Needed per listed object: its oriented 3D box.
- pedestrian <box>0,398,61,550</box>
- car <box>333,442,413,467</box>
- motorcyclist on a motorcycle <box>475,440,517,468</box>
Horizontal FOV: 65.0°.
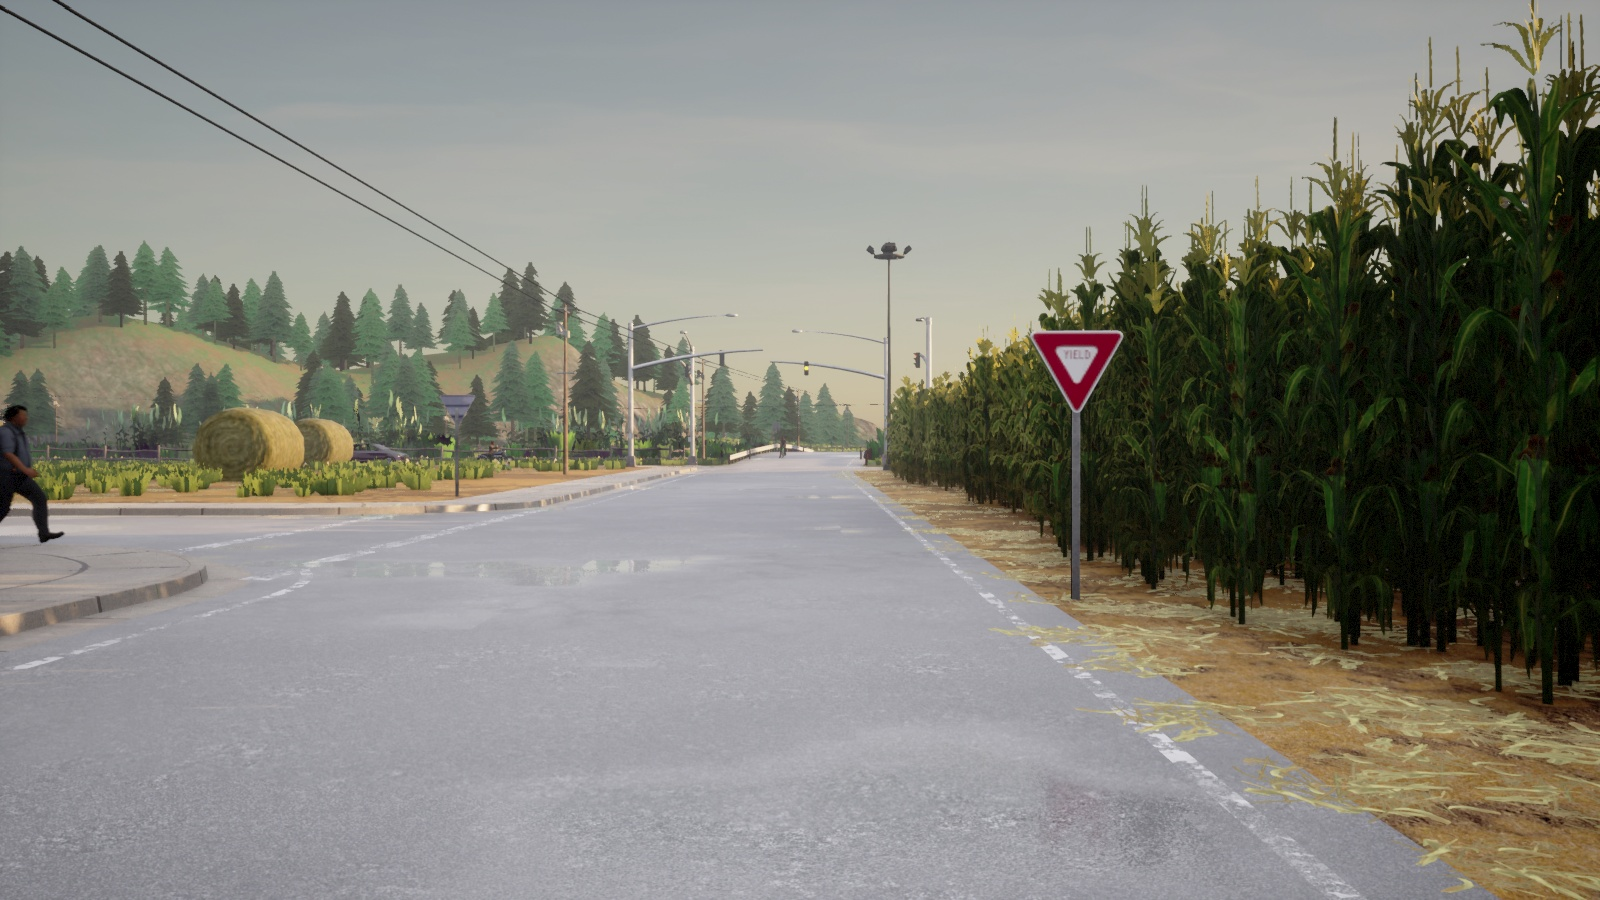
[{"bbox_3d":[-9.633,0.286,15.512,0.694,1.848,0.540,0,0,-1],"label":"pedestrian"},{"bbox_3d":[-25.853,0.275,76.062,4.193,1.474,1.816,0,0,3],"label":"car"},{"bbox_3d":[-18.294,0.220,75.628,2.350,1.649,0.766,0,0,3],"label":"motorcyclist on a motorcycle"}]
